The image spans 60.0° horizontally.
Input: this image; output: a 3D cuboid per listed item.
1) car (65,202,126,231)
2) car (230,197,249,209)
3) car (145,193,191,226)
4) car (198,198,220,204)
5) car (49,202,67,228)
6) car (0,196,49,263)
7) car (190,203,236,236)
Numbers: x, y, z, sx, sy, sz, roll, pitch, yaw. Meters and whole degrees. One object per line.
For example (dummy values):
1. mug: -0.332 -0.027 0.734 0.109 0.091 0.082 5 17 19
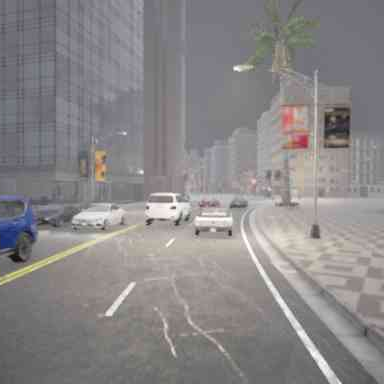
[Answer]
1. car: -5.259 1.371 19.411 1.812 1.442 4.674 0 0 7
2. car: 6.011 1.320 41.880 1.994 1.385 4.181 0 0 15
3. car: -1.504 1.070 22.337 2.150 2.045 5.566 0 1 9
4. car: 2.171 1.346 40.156 1.895 1.301 4.718 0 0 14
5. car: -8.344 1.367 20.978 2.033 1.411 5.357 0 0 8
6. car: -6.227 1.135 8.701 2.150 2.045 5.566 0 0 3
7. car: 1.250 1.489 17.827 1.895 1.301 4.718 0 0 7
